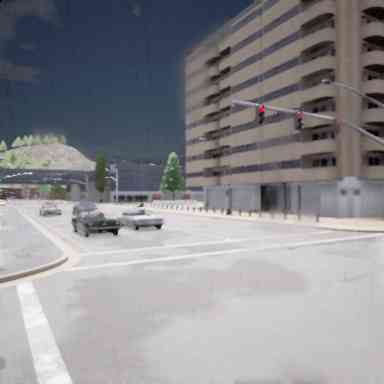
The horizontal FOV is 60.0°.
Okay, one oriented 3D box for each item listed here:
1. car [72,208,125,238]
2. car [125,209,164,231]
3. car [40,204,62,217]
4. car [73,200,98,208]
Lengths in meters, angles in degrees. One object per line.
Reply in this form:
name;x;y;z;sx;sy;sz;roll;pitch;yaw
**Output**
car;-5.785;1.843;19.806;1.895;1.301;4.718;0;-1;-30
car;-3.661;1.860;23.131;1.895;1.301;4.718;0;-1;-30
car;-15.875;2.044;37.351;1.895;1.301;4.718;0;-1;-30
car;-12.207;1.781;37.996;2.097;1.767;4.553;0;-1;-30
